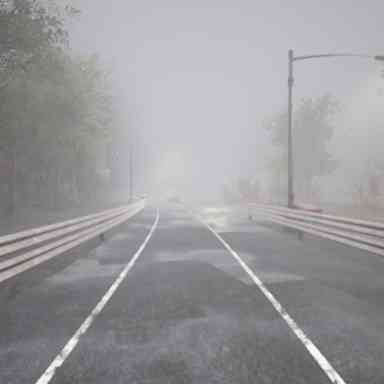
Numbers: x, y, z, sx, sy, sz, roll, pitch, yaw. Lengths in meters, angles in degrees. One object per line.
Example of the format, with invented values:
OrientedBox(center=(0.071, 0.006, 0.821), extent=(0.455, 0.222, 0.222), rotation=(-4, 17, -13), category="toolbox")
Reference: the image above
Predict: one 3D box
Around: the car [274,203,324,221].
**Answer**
OrientedBox(center=(8.616, 1.613, 27.356), extent=(1.882, 1.535, 5.008), rotation=(0, 0, -17), category="car")

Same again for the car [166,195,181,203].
OrientedBox(center=(-3.749, 1.316, 66.814), extent=(2.097, 1.767, 4.553), rotation=(0, 0, -17), category="car")
